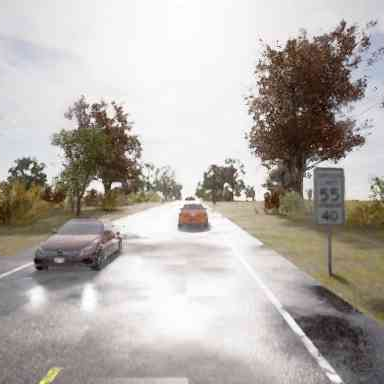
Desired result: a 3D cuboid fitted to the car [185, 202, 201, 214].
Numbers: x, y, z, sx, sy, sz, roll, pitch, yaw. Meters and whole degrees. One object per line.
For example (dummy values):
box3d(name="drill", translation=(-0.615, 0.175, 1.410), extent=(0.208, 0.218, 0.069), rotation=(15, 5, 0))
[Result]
box3d(name="car", translation=(0.087, 2.000, 42.783), extent=(1.895, 1.301, 4.718), rotation=(0, -1, 0))

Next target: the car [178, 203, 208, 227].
box3d(name="car", translation=(0.083, 1.562, 24.628), extent=(2.097, 1.767, 4.553), rotation=(0, -1, 0))

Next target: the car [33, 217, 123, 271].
box3d(name="car", translation=(-3.594, 1.616, 11.355), extent=(1.812, 1.442, 4.674), rotation=(0, -1, 0))
